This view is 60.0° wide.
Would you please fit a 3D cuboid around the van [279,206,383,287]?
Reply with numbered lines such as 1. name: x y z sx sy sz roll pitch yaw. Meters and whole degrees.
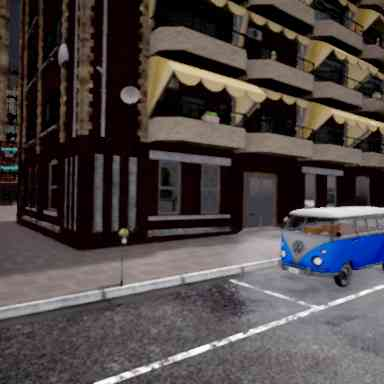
1. van: 4.101 1.312 8.980 3.998 1.788 1.690 0 2 -35
